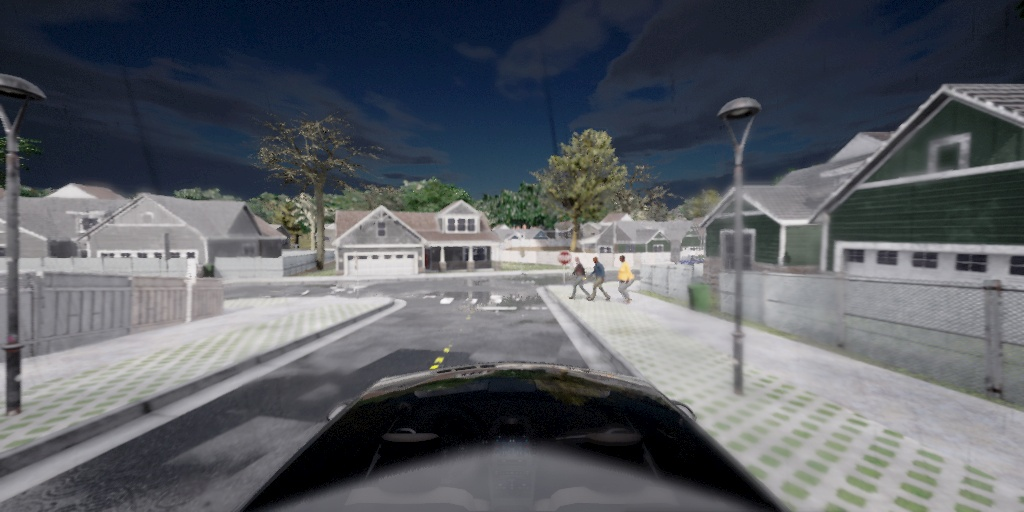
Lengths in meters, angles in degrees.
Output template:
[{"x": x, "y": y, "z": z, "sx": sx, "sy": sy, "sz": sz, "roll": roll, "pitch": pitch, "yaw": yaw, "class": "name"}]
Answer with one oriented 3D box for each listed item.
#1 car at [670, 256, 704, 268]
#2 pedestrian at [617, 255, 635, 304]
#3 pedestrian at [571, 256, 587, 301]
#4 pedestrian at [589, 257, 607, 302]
[{"x": 18.927, "y": 0.718, "z": 38.532, "sx": 4.674, "sy": 1.442, "sz": 1.812, "roll": -2, "pitch": 4, "yaw": -35, "class": "car"}, {"x": 4.174, "y": 0.844, "z": 13.080, "sx": 0.375, "sy": 1.860, "sz": 0.375, "roll": -3, "pitch": 3, "yaw": 0, "class": "pedestrian"}, {"x": 2.638, "y": 0.839, "z": 14.280, "sx": 0.375, "sy": 1.860, "sz": 0.375, "roll": -3, "pitch": 3, "yaw": 0, "class": "pedestrian"}, {"x": 3.280, "y": 0.839, "z": 13.743, "sx": 0.375, "sy": 1.860, "sz": 0.375, "roll": -3, "pitch": 3, "yaw": 0, "class": "pedestrian"}]
